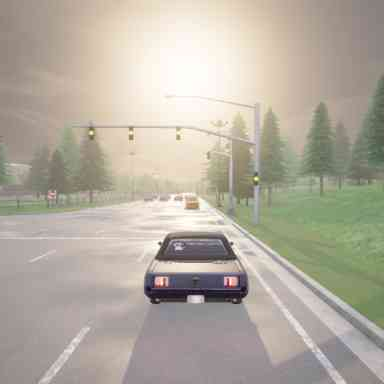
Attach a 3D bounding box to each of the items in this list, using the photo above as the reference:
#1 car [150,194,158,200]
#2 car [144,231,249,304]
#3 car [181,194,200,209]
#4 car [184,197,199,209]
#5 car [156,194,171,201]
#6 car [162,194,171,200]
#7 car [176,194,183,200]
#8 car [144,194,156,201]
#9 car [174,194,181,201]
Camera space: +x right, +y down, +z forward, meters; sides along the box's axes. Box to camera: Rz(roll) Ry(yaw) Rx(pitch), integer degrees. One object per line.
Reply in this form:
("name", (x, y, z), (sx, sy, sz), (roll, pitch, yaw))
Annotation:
("car", (-10.355, 1.332, 90.802), (1.837, 1.490, 4.892), (0, 0, 0))
("car", (0.092, 1.601, 8.078), (1.895, 1.301, 4.718), (0, 0, 0))
("car", (-0.063, 1.088, 46.246), (1.882, 1.535, 5.008), (-3, 17, -3))
("car", (0.009, 1.576, 49.746), (2.033, 1.411, 5.357), (-1, 1, 1))
("car", (-6.872, 1.531, 80.377), (2.033, 1.411, 5.357), (0, 0, 0))
("car", (-6.855, 1.372, 90.797), (2.033, 1.411, 5.357), (0, 0, 0))
("car", (-3.355, 1.357, 90.791), (1.812, 1.442, 4.674), (0, 0, 0))
("car", (-10.372, 1.531, 80.382), (2.033, 1.411, 5.357), (0, 0, 0))
("car", (-3.371, 1.545, 80.788), (1.994, 1.385, 4.181), (0, 0, 0))
